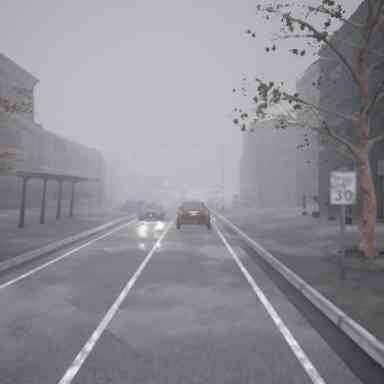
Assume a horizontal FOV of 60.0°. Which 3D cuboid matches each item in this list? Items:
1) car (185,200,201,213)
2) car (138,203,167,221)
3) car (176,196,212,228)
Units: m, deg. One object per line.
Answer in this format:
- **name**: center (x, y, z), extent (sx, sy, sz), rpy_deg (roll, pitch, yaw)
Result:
- **car**: center (0.087, 1.686, 40.156), extent (1.837, 1.490, 4.892), rpy_deg (0, -1, 0)
- **car**: center (-3.105, 1.574, 26.887), extent (1.994, 1.385, 4.181), rpy_deg (0, 0, 0)
- **car**: center (0.091, 1.350, 22.055), extent (2.097, 1.767, 4.553), rpy_deg (0, 0, 0)
